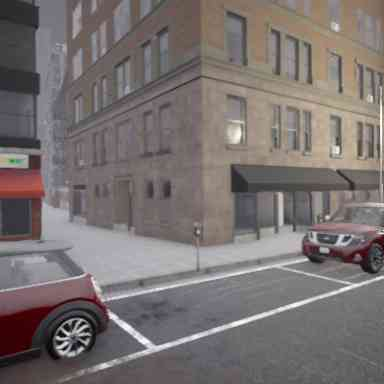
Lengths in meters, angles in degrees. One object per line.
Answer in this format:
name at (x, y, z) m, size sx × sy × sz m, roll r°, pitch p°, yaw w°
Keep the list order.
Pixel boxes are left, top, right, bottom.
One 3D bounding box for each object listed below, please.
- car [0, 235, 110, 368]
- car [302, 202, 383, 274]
car at (-3.274, 1.442, 4.205) m, size 4.097 × 1.590 × 1.967 m, roll 0°, pitch 0°, yaw -36°
car at (5.688, 1.276, 10.610) m, size 5.009 × 1.841 × 2.192 m, roll 0°, pitch 0°, yaw -36°
